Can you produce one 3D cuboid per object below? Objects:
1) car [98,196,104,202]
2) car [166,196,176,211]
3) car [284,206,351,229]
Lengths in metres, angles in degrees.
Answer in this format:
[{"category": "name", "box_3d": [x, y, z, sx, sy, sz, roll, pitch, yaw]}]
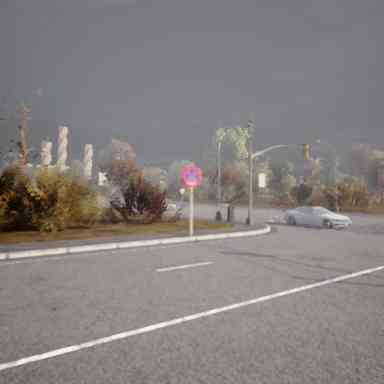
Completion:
[{"category": "car", "box_3d": [-18.816, 1.211, 65.051, 1.882, 1.535, 5.008, 0, 1, -37]}, {"category": "car", "box_3d": [-4.142, 1.371, 42.613, 2.150, 2.045, 5.566, 0, 0, -32]}, {"category": "car", "box_3d": [8.425, 1.702, 22.742, 1.812, 1.442, 4.674, 0, 0, -32]}]
